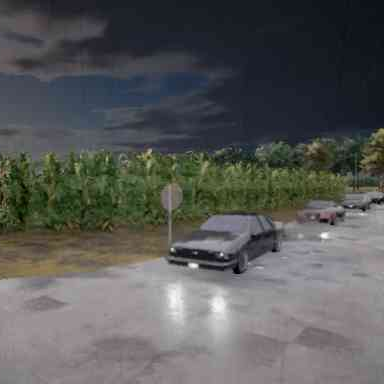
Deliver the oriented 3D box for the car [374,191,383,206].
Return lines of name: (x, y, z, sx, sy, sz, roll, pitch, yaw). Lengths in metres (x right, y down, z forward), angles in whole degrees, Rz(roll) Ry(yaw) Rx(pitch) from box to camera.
car: (20.576, 0.673, 37.825, 1.882, 1.535, 5.008, 0, 1, 36)

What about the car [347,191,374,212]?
car: (14.343, 0.893, 29.061, 1.837, 1.490, 4.892, 0, 1, 35)

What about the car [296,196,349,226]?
car: (7.644, 1.160, 19.593, 1.994, 1.385, 4.181, 0, 1, 35)

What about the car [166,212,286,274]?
car: (1.395, 1.347, 10.319, 2.033, 1.411, 5.357, 0, 1, 31)
